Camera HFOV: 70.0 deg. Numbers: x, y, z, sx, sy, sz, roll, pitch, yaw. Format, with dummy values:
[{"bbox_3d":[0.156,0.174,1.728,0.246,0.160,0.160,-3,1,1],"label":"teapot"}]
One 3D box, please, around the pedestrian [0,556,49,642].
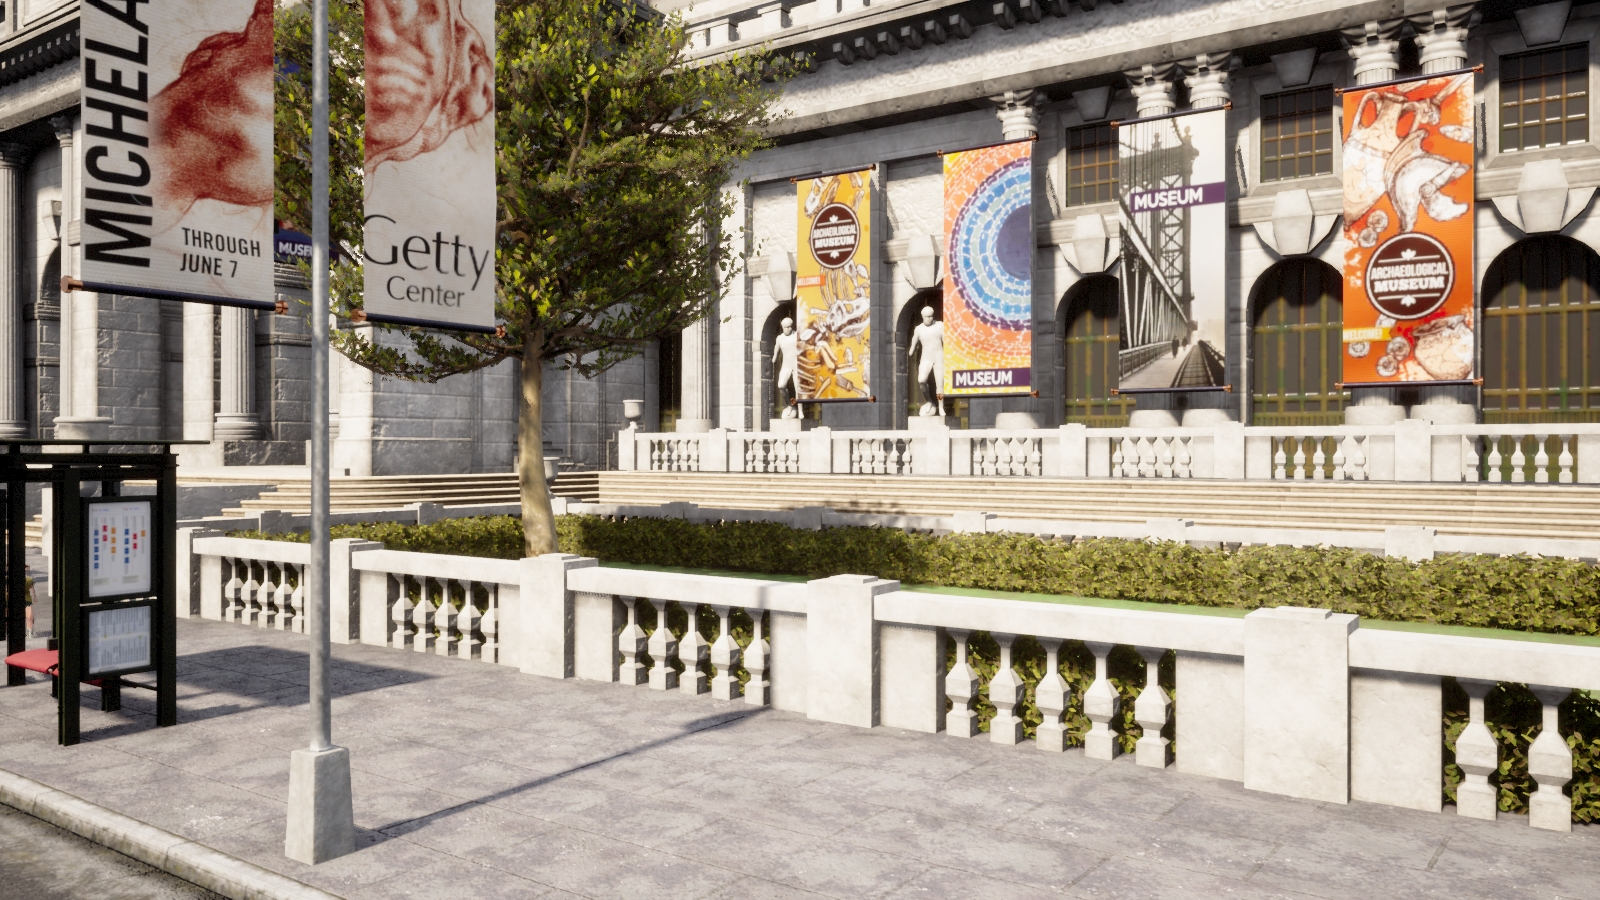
[{"bbox_3d":[-10.877,2.069,15.964,0.500,1.100,0.500,0,0,36],"label":"pedestrian"}]
